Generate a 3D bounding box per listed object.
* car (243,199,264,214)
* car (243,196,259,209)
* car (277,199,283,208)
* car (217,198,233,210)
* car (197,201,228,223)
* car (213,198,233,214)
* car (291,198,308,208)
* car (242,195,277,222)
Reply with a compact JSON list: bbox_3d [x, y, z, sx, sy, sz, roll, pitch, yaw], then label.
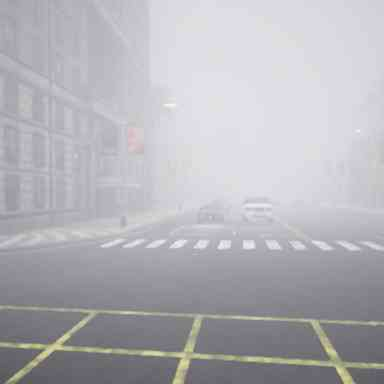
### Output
[{"bbox_3d":[6.681,1.559,36.738,2.128,1.511,4.902,-1,0,9],"label":"car"},{"bbox_3d":[8.257,1.440,46.881,2.097,1.767,4.553,-1,0,9],"label":"car"},{"bbox_3d":[12.240,1.651,49.350,1.895,1.301,4.718,-1,0,9],"label":"car"},{"bbox_3d":[4.666,1.607,46.616,1.882,1.535,5.008,-1,0,9],"label":"car"},{"bbox_3d":[1.595,1.650,26.150,1.994,1.385,4.181,-1,0,8],"label":"car"},{"bbox_3d":[3.073,1.460,36.315,2.097,1.767,4.553,-1,0,9],"label":"car"},{"bbox_3d":[15.667,1.532,48.625,1.812,1.442,4.674,-1,0,9],"label":"car"},{"bbox_3d":[5.211,1.268,26.786,2.150,2.045,5.566,-1,0,7],"label":"car"}]
